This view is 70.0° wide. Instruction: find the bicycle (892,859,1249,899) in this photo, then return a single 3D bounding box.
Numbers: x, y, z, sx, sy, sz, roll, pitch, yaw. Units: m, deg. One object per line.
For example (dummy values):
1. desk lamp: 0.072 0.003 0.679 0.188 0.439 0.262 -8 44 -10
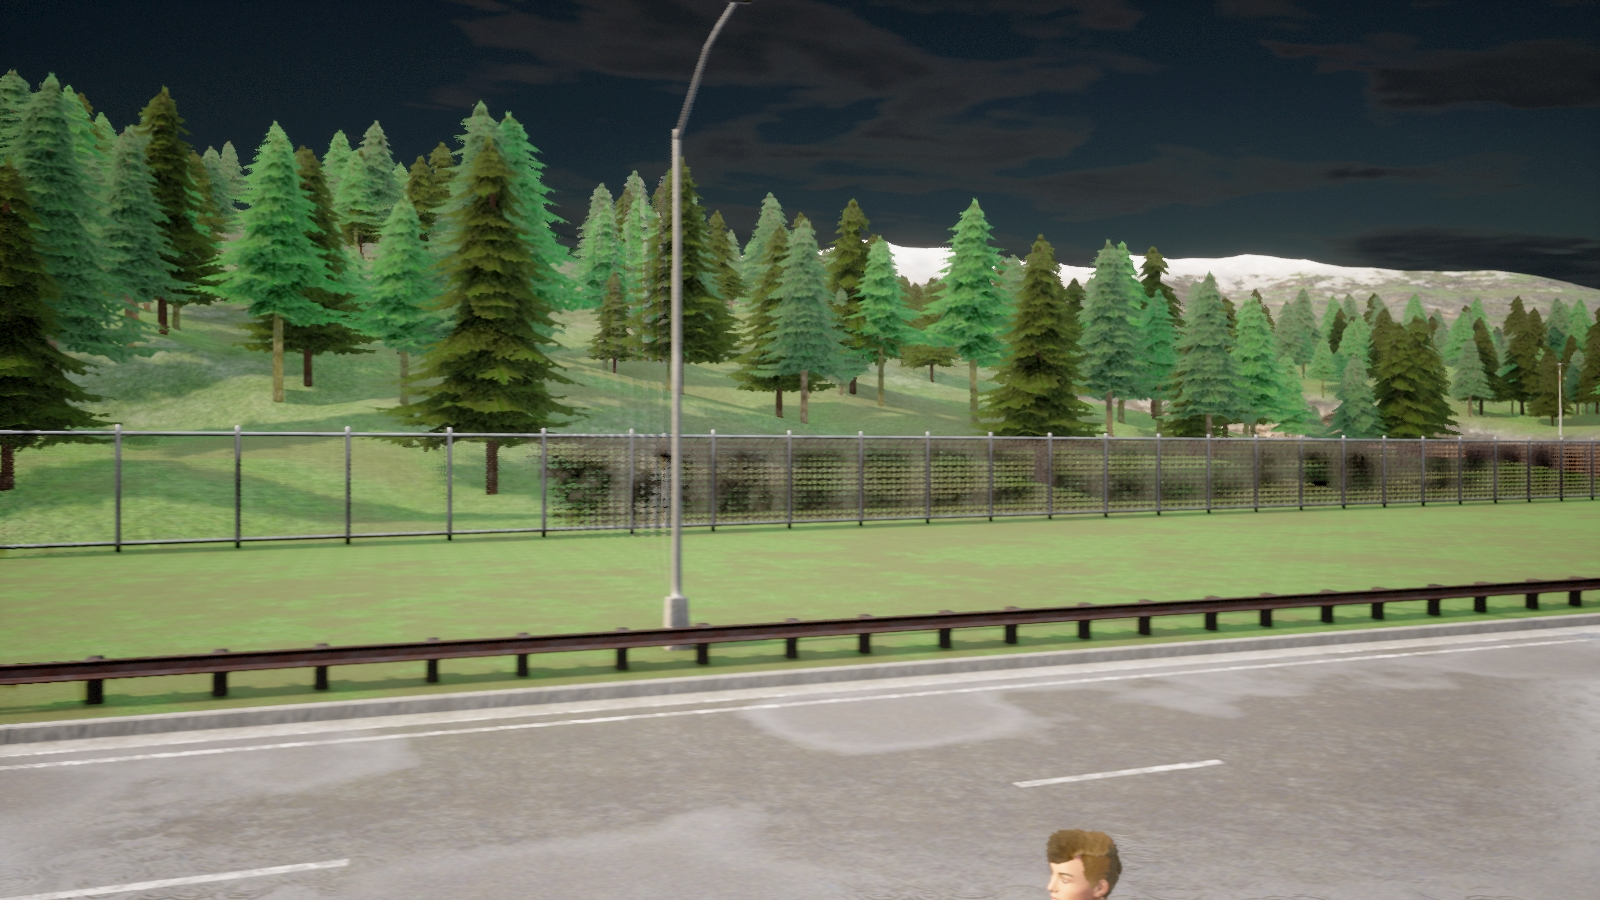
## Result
1. bicycle: 0.821 2.157 3.584 1.487 1.277 0.859 0 0 -20
